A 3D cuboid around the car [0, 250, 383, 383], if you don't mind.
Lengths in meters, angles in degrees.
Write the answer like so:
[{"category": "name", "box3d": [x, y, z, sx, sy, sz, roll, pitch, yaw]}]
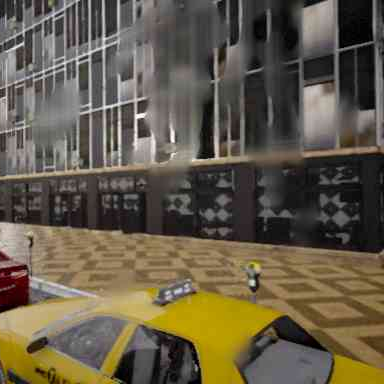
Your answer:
[{"category": "car", "box3d": [-0.380, 1.512, 3.121, 4.829, 1.417, 1.752, 0, -1, 35]}]
